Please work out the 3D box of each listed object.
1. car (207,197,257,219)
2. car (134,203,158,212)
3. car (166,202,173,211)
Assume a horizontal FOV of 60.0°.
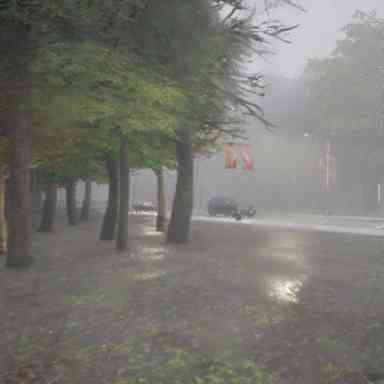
[{"bbox_3d":[3.791,1.474,32.529,2.150,2.045,5.566,1,-1,-35],"label":"car"},{"bbox_3d":[-6.406,2.182,47.081,1.895,1.301,4.718,1,-1,-35],"label":"car"},{"bbox_3d":[-4.340,2.138,49.868,1.994,1.385,4.181,1,-2,-35],"label":"car"}]
